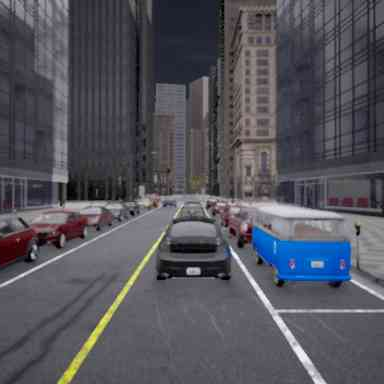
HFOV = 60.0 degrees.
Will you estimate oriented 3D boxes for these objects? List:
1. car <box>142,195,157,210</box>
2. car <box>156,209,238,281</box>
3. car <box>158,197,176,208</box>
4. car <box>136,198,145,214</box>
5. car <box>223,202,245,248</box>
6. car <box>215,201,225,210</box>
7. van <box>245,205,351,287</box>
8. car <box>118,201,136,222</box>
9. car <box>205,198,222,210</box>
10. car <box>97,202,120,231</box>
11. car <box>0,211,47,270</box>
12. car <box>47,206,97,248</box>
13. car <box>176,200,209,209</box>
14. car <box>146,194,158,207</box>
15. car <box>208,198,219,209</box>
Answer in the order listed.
[{"bbox_3d":[-5.869,1.429,41.532,1.752,1.417,4.829,0,0,0],"label":"car"},{"bbox_3d":[0.050,1.467,9.706,1.837,1.490,4.892,0,1,0],"label":"car"},{"bbox_3d":[-3.086,1.452,46.406,2.033,1.411,5.357,0,0,0],"label":"car"},{"bbox_3d":[-5.864,1.477,30.784,1.947,1.339,4.313,1,0,0],"label":"car"},{"bbox_3d":[2.670,1.386,14.405,1.967,1.590,4.097,1,0,0],"label":"car"},{"bbox_3d":[2.667,1.476,19.865,1.887,1.381,4.507,1,0,0],"label":"car"},{"bbox_3d":[2.674,1.304,8.945,1.690,1.788,3.998,1,0,0],"label":"van"},{"bbox_3d":[-5.861,1.470,25.325,2.008,1.369,4.403,1,0,0],"label":"car"},{"bbox_3d":[2.656,1.449,41.704,1.887,1.381,4.507,0,0,0],"label":"car"},{"bbox_3d":[-5.859,1.513,19.866,1.802,1.307,4.206,1,0,0],"label":"car"},{"bbox_3d":[-5.851,1.403,8.947,1.967,1.590,4.097,1,0,0],"label":"car"},{"bbox_3d":[-5.855,1.490,14.407,1.887,1.381,4.507,1,0,0],"label":"car"},{"bbox_3d":[0.052,1.465,26.268,2.033,1.411,5.357,0,0,0],"label":"car"},{"bbox_3d":[-5.870,1.219,47.162,2.192,1.841,5.009,0,0,0],"label":"car"},{"bbox_3d":[2.661,1.493,30.784,1.802,1.307,4.206,0,0,0],"label":"car"}]
